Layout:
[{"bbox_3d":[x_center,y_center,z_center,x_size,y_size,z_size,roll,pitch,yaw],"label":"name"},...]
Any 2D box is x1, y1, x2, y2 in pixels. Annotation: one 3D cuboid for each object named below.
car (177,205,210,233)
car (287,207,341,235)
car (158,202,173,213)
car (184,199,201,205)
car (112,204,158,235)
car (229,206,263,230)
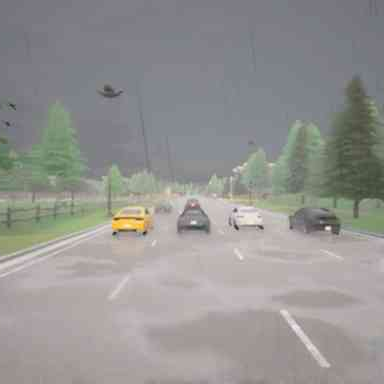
[{"bbox_3d":[0.108,1.719,20.842,1.994,1.385,4.181,0,0,0],"label":"car"},{"bbox_3d":[7.107,1.653,19.778,1.837,1.490,4.892,0,0,0],"label":"car"},{"bbox_3d":[-3.407,1.903,40.676,1.895,1.301,4.718,0,0,0],"label":"car"},{"bbox_3d":[0.100,1.670,42.914,2.097,1.767,4.553,0,0,0],"label":"car"},{"bbox_3d":[-3.393,1.626,19.850,1.882,1.535,5.008,0,-1,0],"label":"car"},{"bbox_3d":[3.603,1.694,22.612,1.812,1.442,4.674,0,0,0],"label":"car"}]
